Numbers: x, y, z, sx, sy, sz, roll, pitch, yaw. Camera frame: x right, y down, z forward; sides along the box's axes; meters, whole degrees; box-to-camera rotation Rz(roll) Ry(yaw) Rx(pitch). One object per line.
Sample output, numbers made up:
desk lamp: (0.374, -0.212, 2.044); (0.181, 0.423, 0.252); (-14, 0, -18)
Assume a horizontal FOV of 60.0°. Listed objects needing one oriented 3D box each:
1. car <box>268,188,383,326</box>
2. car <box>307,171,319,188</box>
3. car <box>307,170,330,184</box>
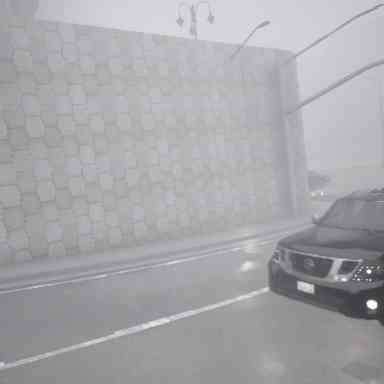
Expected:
car: (4.029, 0.995, 6.861); (5.566, 2.045, 2.150); (-4, 2, -35)
car: (8.044, -0.736, 29.580); (2.033, 1.411, 5.357); (-11, 7, -35)
car: (10.714, -1.340, 31.786); (1.837, 1.490, 4.892); (-11, 6, -34)
